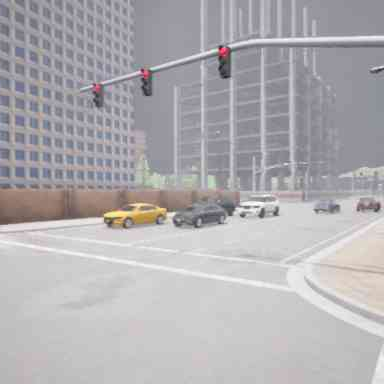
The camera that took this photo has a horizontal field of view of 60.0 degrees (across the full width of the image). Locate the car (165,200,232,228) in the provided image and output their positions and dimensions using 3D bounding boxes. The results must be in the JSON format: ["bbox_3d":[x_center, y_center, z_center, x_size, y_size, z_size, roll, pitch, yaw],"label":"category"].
[{"bbox_3d":[0.581,1.565,22.863,1.837,1.490,4.892,0,0,35],"label":"car"}]

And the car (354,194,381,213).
[{"bbox_3d":[20.467,1.383,38.439,2.097,1.767,4.553,0,0,35],"label":"car"}]

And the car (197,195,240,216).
[{"bbox_3d":[1.949,1.286,30.827,2.150,2.045,5.566,0,0,35],"label":"car"}]

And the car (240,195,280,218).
[{"bbox_3d":[6.294,1.277,30.882,2.150,2.045,5.566,0,0,36],"label":"car"}]

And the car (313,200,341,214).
[{"bbox_3d":[14.846,1.589,36.569,2.033,1.411,5.357,0,0,35],"label":"car"}]

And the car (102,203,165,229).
[{"bbox_3d":[-3.808,1.548,22.729,1.882,1.535,5.008,0,0,35],"label":"car"}]
